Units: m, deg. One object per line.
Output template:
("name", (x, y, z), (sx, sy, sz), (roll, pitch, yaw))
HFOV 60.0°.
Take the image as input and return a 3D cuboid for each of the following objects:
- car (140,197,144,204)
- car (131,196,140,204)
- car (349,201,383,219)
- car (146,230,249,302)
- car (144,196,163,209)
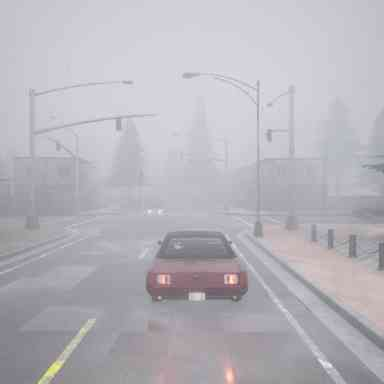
("car", (-6.701, 1.470, 53.679), (1.837, 1.490, 4.892), (0, 0, -16))
("car", (-10.867, 1.443, 64.930), (1.882, 1.535, 5.008), (0, 0, -26))
("car", (15.771, 1.476, 27.886), (4.902, 1.511, 2.128), (0, 0, 2))
("car", (0.074, 1.601, 8.227), (1.895, 1.301, 4.718), (0, 0, -1))
("car", (-4.823, 1.530, 43.443), (1.994, 1.385, 4.181), (0, 0, -6))
